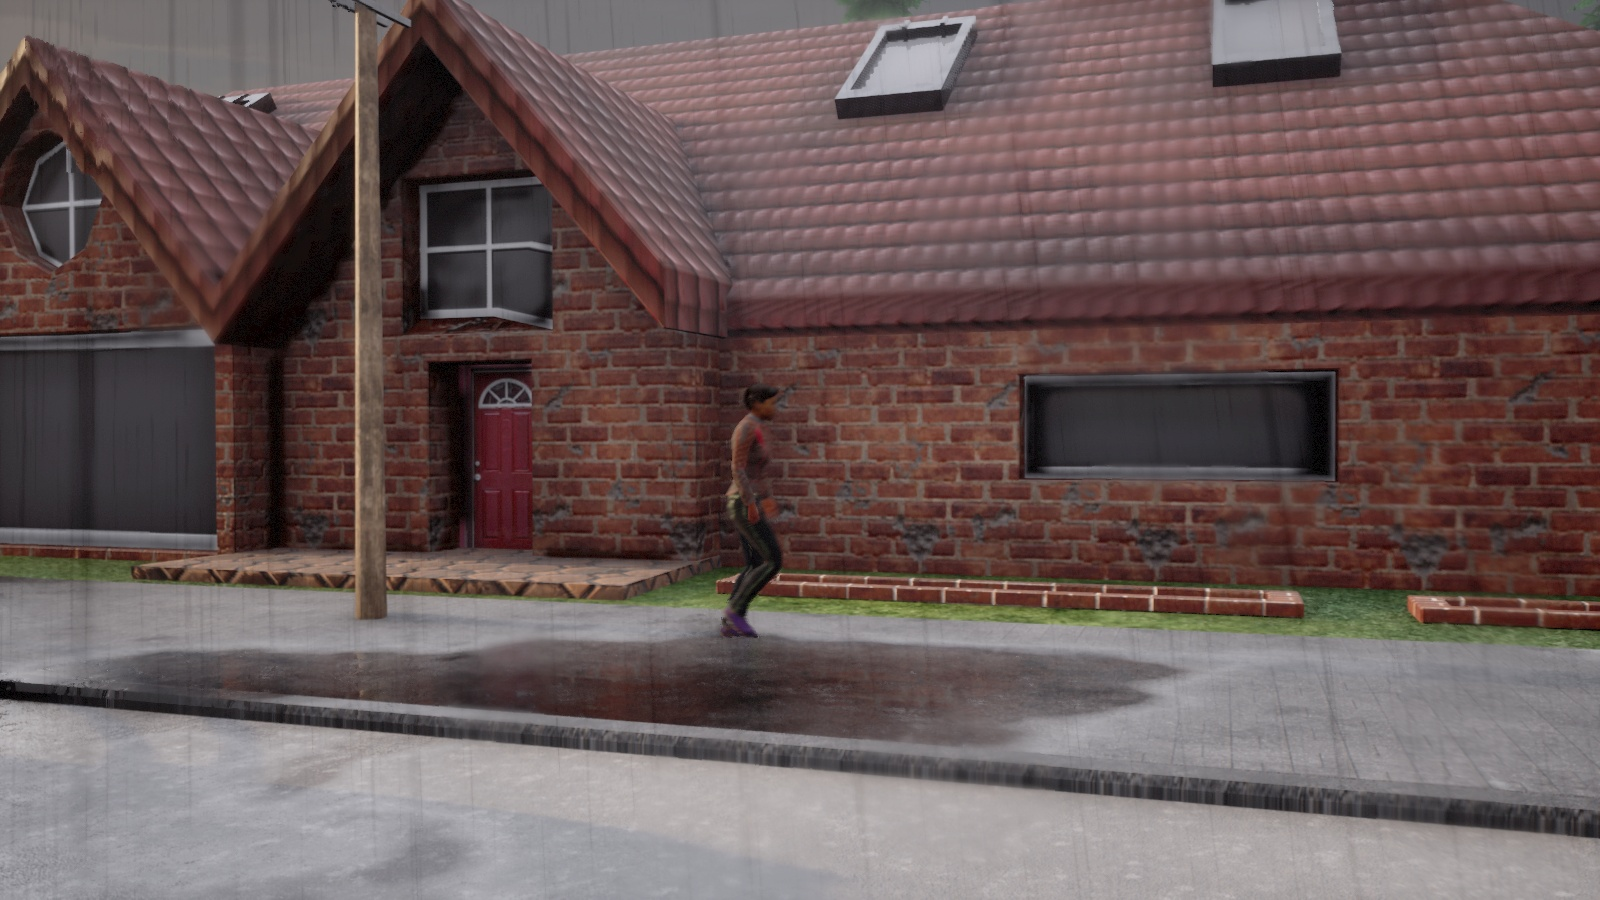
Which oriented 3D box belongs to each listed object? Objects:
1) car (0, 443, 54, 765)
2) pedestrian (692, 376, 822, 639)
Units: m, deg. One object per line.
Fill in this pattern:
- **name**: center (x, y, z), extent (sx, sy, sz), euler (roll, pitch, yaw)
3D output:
- **car**: center (-6.230, 0.706, 5.816), extent (4.792, 1.488, 2.163), euler (1, 1, 19)
- **pedestrian**: center (-0.299, 0.392, 8.836), extent (0.869, 1.805, 0.328), euler (0, 1, 7)
